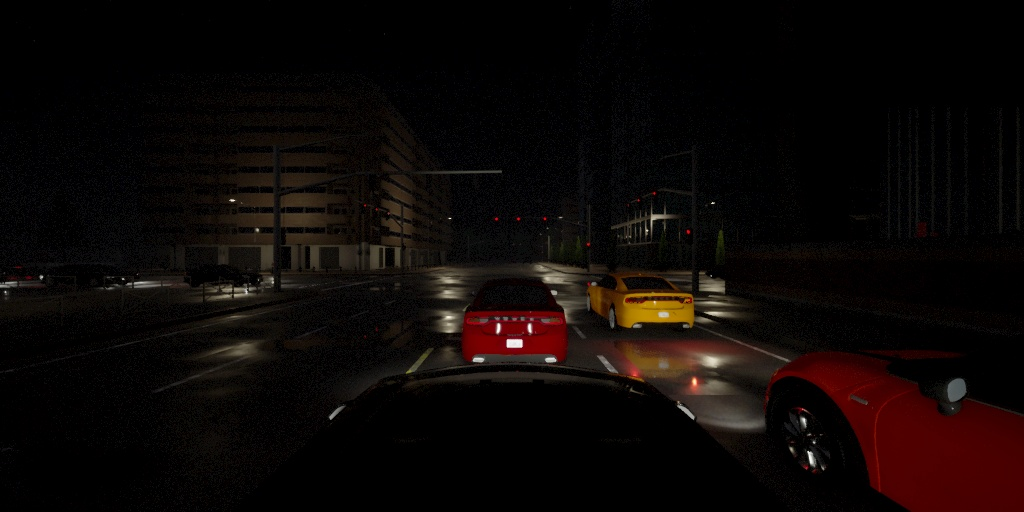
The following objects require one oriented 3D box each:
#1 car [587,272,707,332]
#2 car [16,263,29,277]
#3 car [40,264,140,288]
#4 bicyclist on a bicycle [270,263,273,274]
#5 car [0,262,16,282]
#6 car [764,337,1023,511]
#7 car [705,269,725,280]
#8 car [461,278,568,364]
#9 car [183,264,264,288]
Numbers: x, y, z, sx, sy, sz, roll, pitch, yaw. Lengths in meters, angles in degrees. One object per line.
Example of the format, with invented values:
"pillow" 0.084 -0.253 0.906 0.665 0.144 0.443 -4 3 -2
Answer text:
"car" 3.582 1.228 10.898 1.882 1.535 5.008 0 0 0
"car" -50.330 1.297 34.946 4.902 1.511 2.128 0 0 1
"car" -28.657 1.310 24.201 4.892 1.490 1.837 0 0 0
"bicyclist on a bicycle" -25.518 1.106 38.671 0.582 1.620 1.656 0 0 0
"car" -42.236 1.331 27.776 4.674 1.442 1.812 0 0 0
"car" 3.600 1.102 1.752 2.097 1.767 4.553 0 0 0
"car" 19.537 1.406 31.195 4.718 1.301 1.895 0 0 0
"car" 0.062 1.228 8.125 1.882 1.535 5.008 0 0 0
"car" -19.417 1.331 24.180 4.674 1.442 1.812 0 0 0
